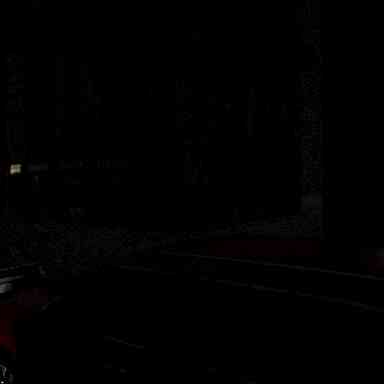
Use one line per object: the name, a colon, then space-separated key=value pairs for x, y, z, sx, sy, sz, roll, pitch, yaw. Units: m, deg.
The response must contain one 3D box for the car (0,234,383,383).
car: x=0.146 y=1.323 z=2.854 sx=5.009 sy=1.841 sz=2.192 roll=0 pitch=0 yaw=36
